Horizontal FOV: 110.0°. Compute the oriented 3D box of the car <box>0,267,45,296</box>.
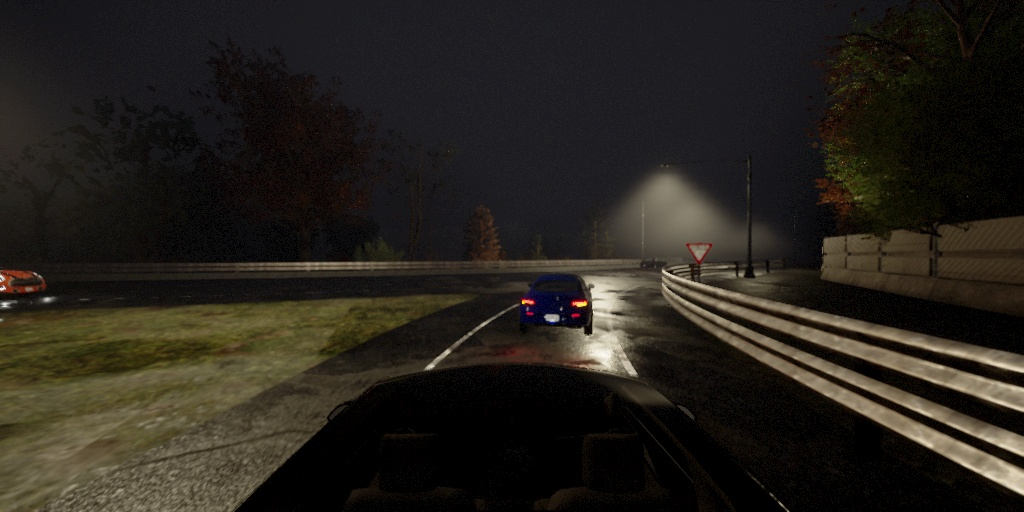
[{"bbox_3d":[-23.918,0.923,15.635,4.553,1.767,2.097,0,0,-13],"label":"car"}]

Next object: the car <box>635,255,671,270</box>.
[{"bbox_3d":[18.417,0.951,46.489,4.902,1.511,2.128,0,1,-42],"label":"car"}]

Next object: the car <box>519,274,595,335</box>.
[{"bbox_3d":[1.371,1.226,10.327,1.812,1.442,4.674,0,0,12],"label":"car"}]
